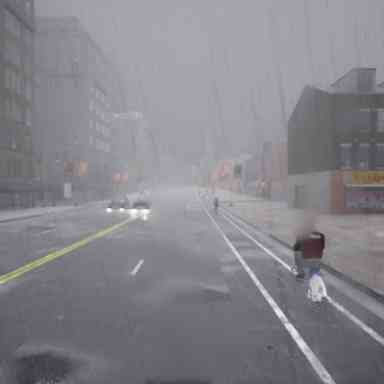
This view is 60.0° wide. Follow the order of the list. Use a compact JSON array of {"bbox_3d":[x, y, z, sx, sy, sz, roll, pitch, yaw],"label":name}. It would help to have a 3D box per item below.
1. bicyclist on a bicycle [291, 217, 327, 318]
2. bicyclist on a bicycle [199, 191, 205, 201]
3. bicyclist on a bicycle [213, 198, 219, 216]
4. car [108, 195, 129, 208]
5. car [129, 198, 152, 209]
[{"bbox_3d":[2.251,1.373,6.544,0.659,1.776,1.843,0,0,0],"label":"bicyclist on a bicycle"},{"bbox_3d":[2.261,1.085,66.734,0.866,1.612,1.509,0,1,0],"label":"bicyclist on a bicycle"},{"bbox_3d":[2.251,1.391,30.993,0.582,1.620,1.656,0,0,0],"label":"bicyclist on a bicycle"},{"bbox_3d":[-9.754,1.211,44.707,2.097,1.767,4.553,0,0,0],"label":"car"},{"bbox_3d":[-6.511,1.467,43.717,1.895,1.301,4.718,0,0,0],"label":"car"}]
